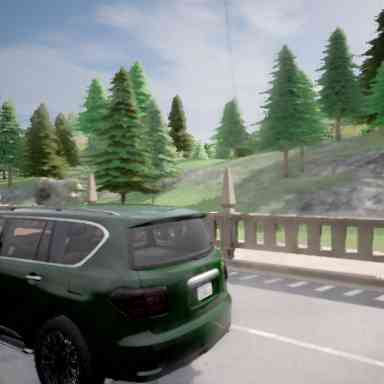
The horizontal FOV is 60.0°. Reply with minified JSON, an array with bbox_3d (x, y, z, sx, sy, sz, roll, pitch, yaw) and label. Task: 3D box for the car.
[{"bbox_3d":[-2.113,1.204,5.183,5.566,2.045,2.150,0,0,33],"label":"car"}]
